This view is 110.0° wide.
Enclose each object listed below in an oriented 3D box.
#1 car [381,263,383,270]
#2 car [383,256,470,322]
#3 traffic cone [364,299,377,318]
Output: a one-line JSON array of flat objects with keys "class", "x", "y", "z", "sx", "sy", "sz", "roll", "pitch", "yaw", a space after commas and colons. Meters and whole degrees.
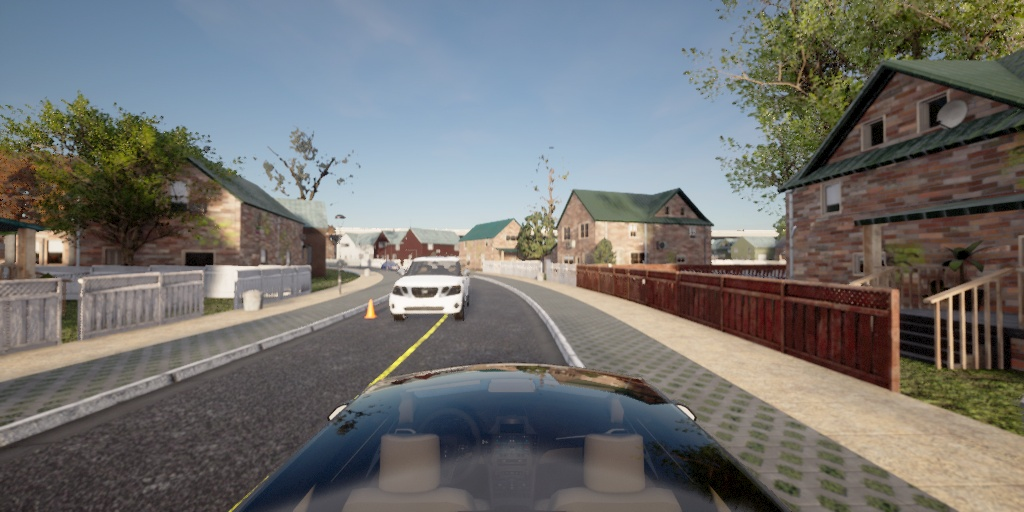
[{"class": "car", "x": -18.080, "y": 1.471, "z": 53.165, "sx": 1.812, "sy": 1.442, "sz": 4.674, "roll": 1, "pitch": 0, "yaw": -36}, {"class": "car", "x": -2.691, "y": 1.024, "z": 13.000, "sx": 2.150, "sy": 2.045, "sz": 5.566, "roll": 0, "pitch": 0, "yaw": -4}, {"class": "traffic cone", "x": -4.727, "y": 1.752, "z": 11.999, "sx": 0.340, "sy": 0.580, "sz": 0.340, "roll": 0, "pitch": 0, "yaw": -3}]
